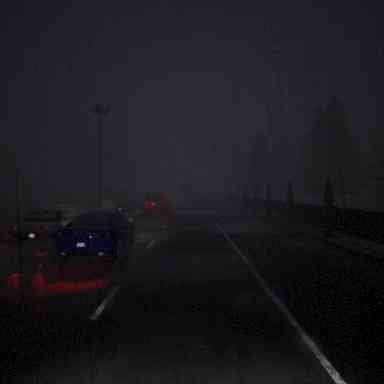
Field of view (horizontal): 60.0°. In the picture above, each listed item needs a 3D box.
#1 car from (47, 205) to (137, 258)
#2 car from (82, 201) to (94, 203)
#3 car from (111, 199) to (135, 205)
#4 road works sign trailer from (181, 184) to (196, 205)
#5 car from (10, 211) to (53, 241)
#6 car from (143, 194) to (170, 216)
[{"bbox_3d":[-3.404,1.462,12.642,1.882,1.535,5.008,0,0,0],"label":"car"},{"bbox_3d":[-19.845,1.144,63.275,2.150,2.045,5.566,0,0,-12],"label":"car"},{"bbox_3d":[-6.924,1.484,34.305,1.812,1.442,4.674,0,0,0],"label":"car"},{"bbox_3d":[-0.710,0.396,56.192,2.380,3.560,2.880,0,0,-10],"label":"road works sign trailer"},{"bbox_3d":[-6.905,1.580,16.552,1.895,1.301,4.718,0,0,0],"label":"car"},{"bbox_3d":[-3.410,1.182,32.387,2.150,2.045,5.566,0,0,0],"label":"car"}]
